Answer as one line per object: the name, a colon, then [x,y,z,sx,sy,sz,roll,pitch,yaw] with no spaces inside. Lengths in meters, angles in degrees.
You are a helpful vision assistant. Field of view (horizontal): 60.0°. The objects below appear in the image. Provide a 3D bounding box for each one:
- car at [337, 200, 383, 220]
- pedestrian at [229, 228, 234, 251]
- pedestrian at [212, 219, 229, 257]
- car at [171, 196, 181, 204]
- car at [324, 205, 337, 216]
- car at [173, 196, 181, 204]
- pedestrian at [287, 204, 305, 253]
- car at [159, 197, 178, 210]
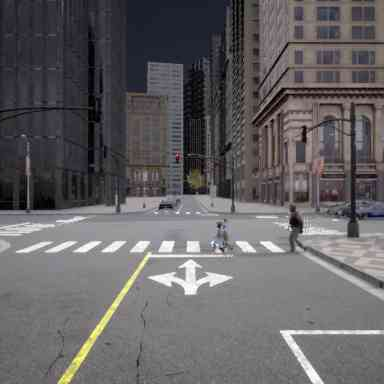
car: [14.993,1.517,26.777,5.357,1.411,2.033,0,0,0]
pedestrian: [1.349,1.568,12.754,0.375,1.300,0.375,0,0,0]
pedestrian: [0.977,1.298,11.557,0.375,1.860,0.375,0,0,0]
car: [-3.249,1.627,67.429,1.837,1.490,4.892,0,-1,0]
car: [14.513,1.488,30.073,4.902,1.511,2.128,0,0,-2]
car: [-3.250,1.571,53.367,2.128,1.511,4.902,0,0,0]
pedestrian: [3.792,1.298,12.164,0.375,1.860,0.375,0,0,0]
car: [-3.211,1.654,42.897,1.895,1.301,4.718,0,0,0]
